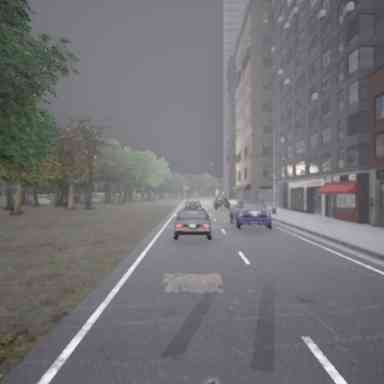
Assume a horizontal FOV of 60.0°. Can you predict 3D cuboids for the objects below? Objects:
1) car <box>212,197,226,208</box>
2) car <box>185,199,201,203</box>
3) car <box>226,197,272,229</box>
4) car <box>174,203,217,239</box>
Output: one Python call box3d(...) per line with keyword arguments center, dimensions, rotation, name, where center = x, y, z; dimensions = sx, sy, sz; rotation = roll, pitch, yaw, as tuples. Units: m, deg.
box3d(center=(3.629, 1.356, 41.302), dimensions=(1.837, 1.490, 4.892), rotation=(0, 0, 0), name="car")
box3d(center=(0.124, 1.451, 40.904), dimensions=(1.895, 1.301, 4.718), rotation=(0, 0, 0), name="car")
box3d(center=(3.615, 1.294, 21.251), dimensions=(2.097, 1.767, 4.553), rotation=(0, 0, 0), name="car")
box3d(center=(0.055, 1.507, 17.059), dimensions=(2.033, 1.411, 5.357), rotation=(0, 0, 1), name="car")
